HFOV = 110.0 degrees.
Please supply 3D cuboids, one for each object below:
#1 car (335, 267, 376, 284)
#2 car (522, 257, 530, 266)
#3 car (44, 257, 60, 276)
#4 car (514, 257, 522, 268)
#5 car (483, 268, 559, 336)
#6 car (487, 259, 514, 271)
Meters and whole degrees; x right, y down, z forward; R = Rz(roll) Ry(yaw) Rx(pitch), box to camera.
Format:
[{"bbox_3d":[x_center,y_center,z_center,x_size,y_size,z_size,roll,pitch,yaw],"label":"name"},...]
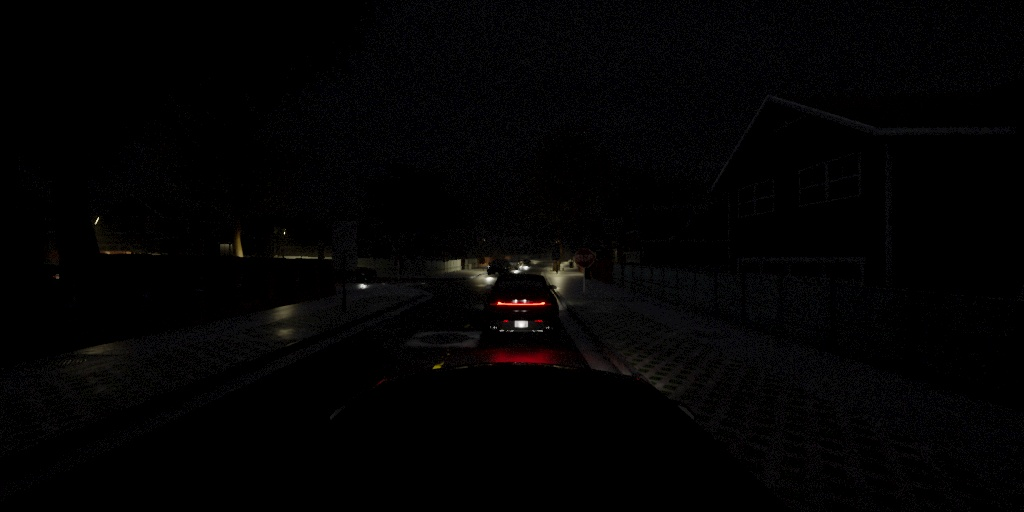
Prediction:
[{"bbox_3d":[-11.403,1.012,23.324,5.008,1.535,1.882,1,0,3],"label":"car"},{"bbox_3d":[2.243,0.985,65.364,2.128,1.511,4.902,0,0,9],"label":"car"},{"bbox_3d":[-31.803,0.739,24.470,4.718,1.301,1.895,1,0,3],"label":"car"},{"bbox_3d":[-0.082,1.150,48.398,1.812,1.442,4.674,0,0,7],"label":"car"},{"bbox_3d":[0.257,1.255,10.339,1.837,1.490,4.892,0,0,1],"label":"car"},{"bbox_3d":[-1.272,1.060,36.488,2.097,1.767,4.553,0,0,5],"label":"car"}]
